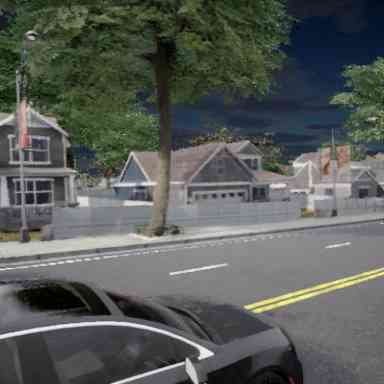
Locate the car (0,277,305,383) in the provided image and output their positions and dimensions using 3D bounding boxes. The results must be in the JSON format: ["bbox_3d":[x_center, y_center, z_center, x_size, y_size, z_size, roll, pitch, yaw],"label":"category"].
[{"bbox_3d":[-1.121,1.505,2.638,4.892,1.490,1.837,0,0,-36],"label":"car"}]
